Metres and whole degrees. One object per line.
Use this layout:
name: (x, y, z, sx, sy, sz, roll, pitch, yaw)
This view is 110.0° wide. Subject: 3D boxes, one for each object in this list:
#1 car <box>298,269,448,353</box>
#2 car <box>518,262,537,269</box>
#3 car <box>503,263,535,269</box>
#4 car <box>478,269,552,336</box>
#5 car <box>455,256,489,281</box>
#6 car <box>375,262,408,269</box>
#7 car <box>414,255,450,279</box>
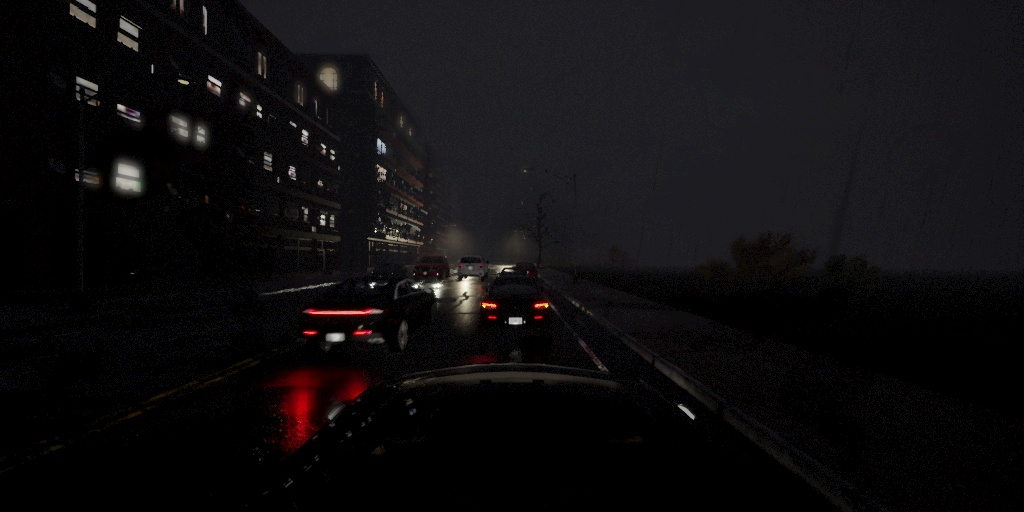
car: (-3.167, 1.241, 8.838, 2.128, 1.511, 4.902, 0, 0, 0)
car: (1.079, 1.231, 29.962, 1.882, 1.535, 5.008, 0, 0, 0)
car: (0.062, 1.317, 20.434, 1.994, 1.385, 4.181, 0, 0, 0)
car: (0.074, 1.277, 10.267, 1.812, 1.442, 4.674, 0, 0, 0)
car: (-3.208, 0.976, 30.283, 2.150, 2.045, 5.566, 0, 0, 0)
car: (-9.909, 1.258, 29.432, 1.837, 1.490, 4.892, 0, 0, 0)
car: (-6.660, 0.975, 30.221, 2.150, 2.045, 5.566, 0, 0, 0)
